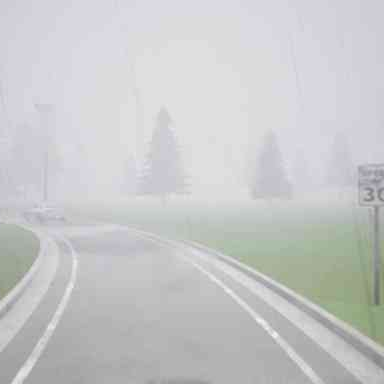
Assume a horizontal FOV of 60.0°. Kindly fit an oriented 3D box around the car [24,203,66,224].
[{"bbox_3d":[-11.204,1.538,25.332,1.812,1.442,4.674,0,0,-45],"label":"car"}]
